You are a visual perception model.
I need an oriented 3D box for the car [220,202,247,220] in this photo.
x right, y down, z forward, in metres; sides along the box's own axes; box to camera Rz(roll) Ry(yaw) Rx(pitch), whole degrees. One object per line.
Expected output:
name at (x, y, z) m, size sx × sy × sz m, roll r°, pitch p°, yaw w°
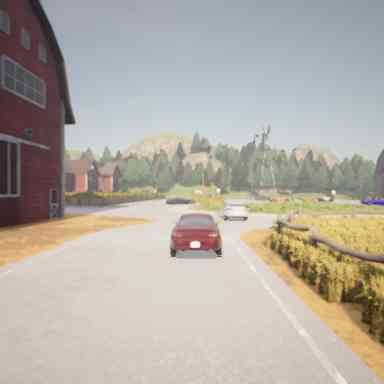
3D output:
car at (3.400, 1.557, 28.339) m, size 1.812 × 1.442 × 4.674 m, roll 1°, pitch 0°, yaw -5°

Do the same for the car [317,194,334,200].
car at (32.274, 1.455, 80.165) m, size 3.866 × 1.878 × 1.905 m, roll 0°, pitch 0°, yaw 3°

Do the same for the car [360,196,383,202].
car at (30.936, 1.583, 55.996) m, size 4.611 × 1.667 × 2.242 m, roll 0°, pitch 0°, yaw 3°

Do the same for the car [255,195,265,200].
car at (19.540, 1.678, 93.178) m, size 3.905 × 1.438 × 1.784 m, roll 0°, pitch 0°, yaw 3°

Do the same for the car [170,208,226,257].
car at (0.197, 1.548, 13.039) m, size 1.812 × 1.442 × 4.674 m, roll 0°, pitch 0°, yaw 2°

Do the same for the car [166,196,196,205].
car at (-1.951, 1.644, 60.645) m, size 5.357 × 1.411 × 2.033 m, roll 0°, pitch 0°, yaw -26°

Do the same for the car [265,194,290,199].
car at (18.477, 1.431, 70.723) m, size 4.605 × 1.855 × 1.932 m, roll 0°, pitch 0°, yaw 3°

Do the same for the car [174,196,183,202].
car at (-3.309, 1.725, 82.398) m, size 1.895 × 1.301 × 4.718 m, roll 0°, pitch 0°, yaw 4°
